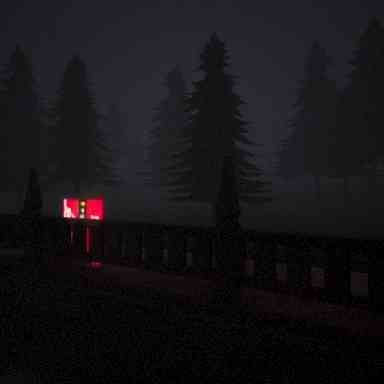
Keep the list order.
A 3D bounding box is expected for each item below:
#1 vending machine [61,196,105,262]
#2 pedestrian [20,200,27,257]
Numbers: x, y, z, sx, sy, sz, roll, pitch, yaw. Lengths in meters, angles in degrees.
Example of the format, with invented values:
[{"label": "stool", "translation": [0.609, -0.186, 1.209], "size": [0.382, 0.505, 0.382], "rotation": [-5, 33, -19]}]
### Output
[{"label": "vending machine", "translation": [-3.702, 1.195, 11.340], "size": [0.880, 2.100, 1.100], "rotation": [0, 0, 30]}, {"label": "pedestrian", "translation": [-5.221, 1.141, 10.541], "size": [0.375, 1.860, 0.375], "rotation": [0, 0, 30]}]
